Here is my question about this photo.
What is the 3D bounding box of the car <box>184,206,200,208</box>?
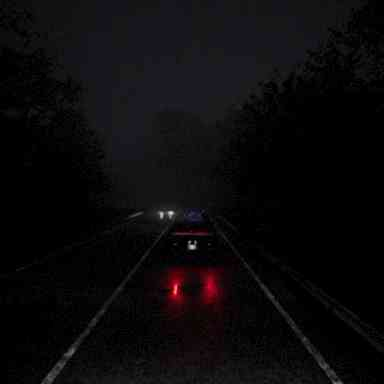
[{"bbox_3d":[0.016,1.832,27.519,2.033,1.411,5.357,0,-1,1],"label":"car"}]

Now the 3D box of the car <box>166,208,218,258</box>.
[{"bbox_3d":[0.025,1.634,13.482,2.128,1.511,4.902,0,0,0],"label":"car"}]

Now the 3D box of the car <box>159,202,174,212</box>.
[{"bbox_3d":[-3.506,2.043,46.514,1.994,1.385,4.181,0,-1,0],"label":"car"}]
